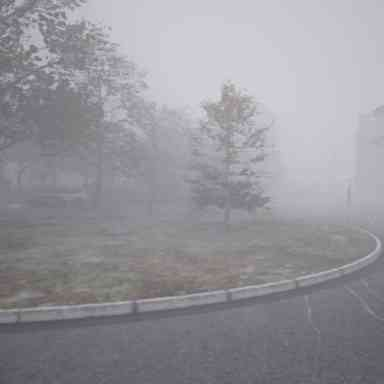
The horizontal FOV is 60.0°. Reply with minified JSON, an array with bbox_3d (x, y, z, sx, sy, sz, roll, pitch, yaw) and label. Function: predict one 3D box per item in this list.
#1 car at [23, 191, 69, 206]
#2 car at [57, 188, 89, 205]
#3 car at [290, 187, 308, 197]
[{"bbox_3d":[-15.839,0.871,35.774,4.181,1.385,1.994,1,0,-30],"label":"car"},{"bbox_3d":[-15.218,0.520,39.845,5.566,2.045,2.150,1,1,-23],"label":"car"},{"bbox_3d":[18.082,-0.060,56.101,2.033,1.411,5.357,1,6,31],"label":"car"}]
